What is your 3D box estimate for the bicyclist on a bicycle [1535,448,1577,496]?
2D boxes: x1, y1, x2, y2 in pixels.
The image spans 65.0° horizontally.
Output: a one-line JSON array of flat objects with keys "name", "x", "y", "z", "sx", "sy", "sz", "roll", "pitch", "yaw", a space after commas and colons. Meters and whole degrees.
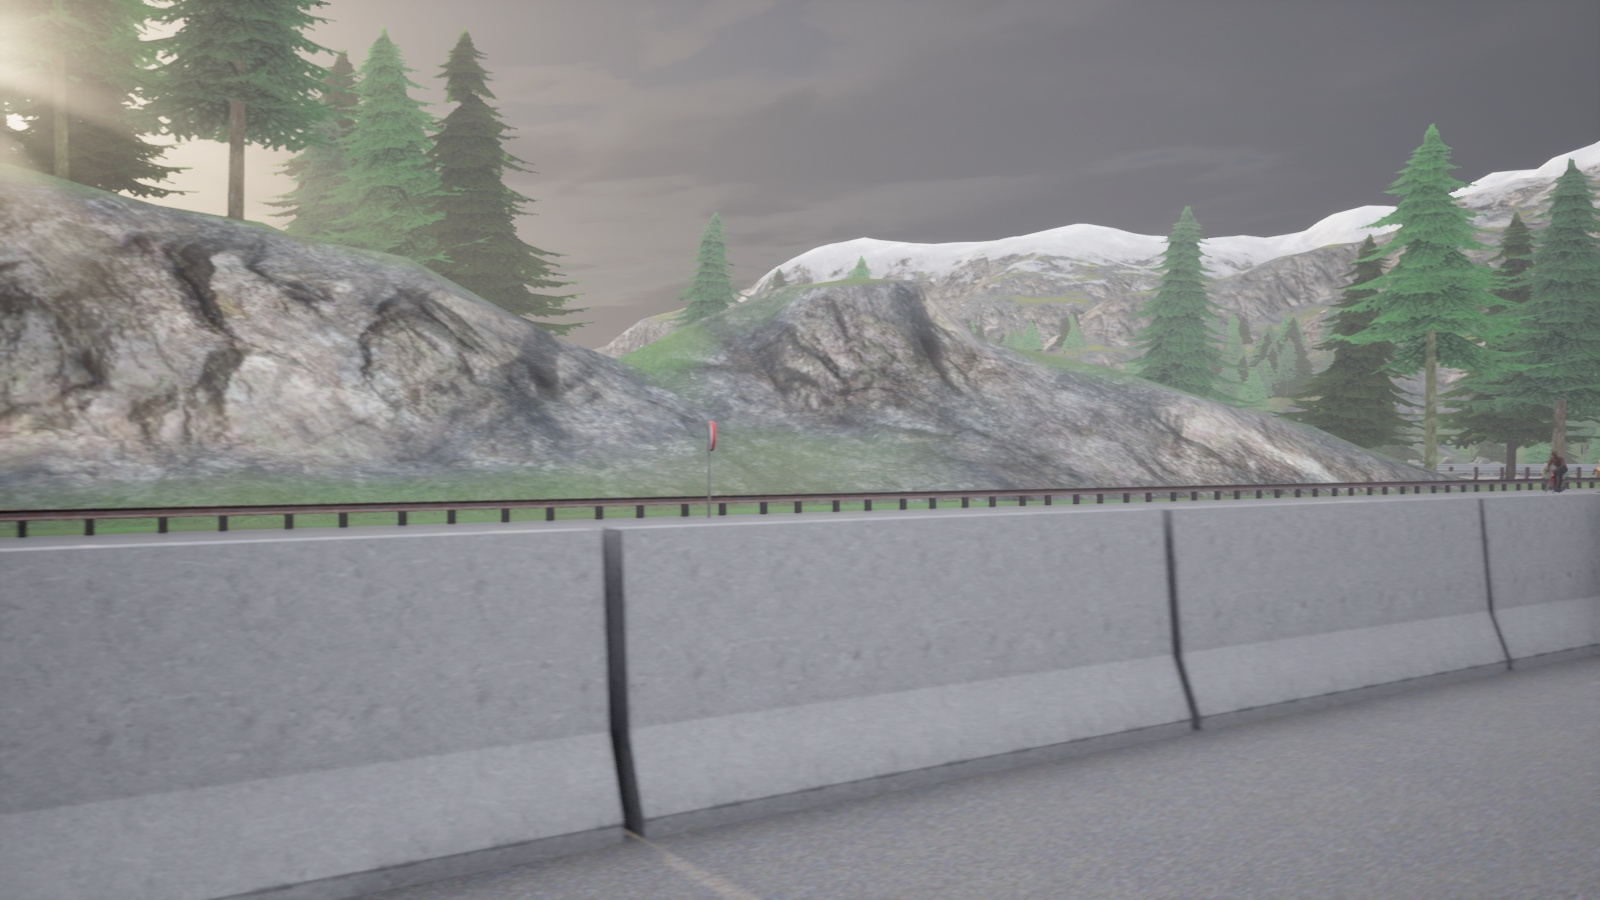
[{"name": "bicyclist on a bicycle", "x": 25.881, "y": 0.748, "z": 42.995, "sx": 1.656, "sy": 1.620, "sz": 0.582, "roll": 0, "pitch": 0, "yaw": -35}]
